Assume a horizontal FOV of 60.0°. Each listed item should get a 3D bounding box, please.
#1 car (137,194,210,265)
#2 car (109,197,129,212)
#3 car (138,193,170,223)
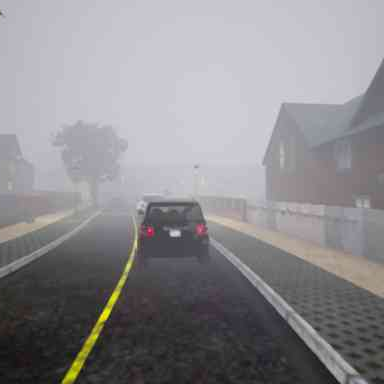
[{"bbox_3d":[-0.742,1.219,11.830,2.150,2.045,5.566,0,0,-6],"label":"car"},{"bbox_3d":[-8.045,1.322,36.653,1.882,1.535,5.008,0,0,-11],"label":"car"},{"bbox_3d":[-3.200,1.145,26.722,2.150,2.045,5.566,0,1,-11],"label":"car"}]
